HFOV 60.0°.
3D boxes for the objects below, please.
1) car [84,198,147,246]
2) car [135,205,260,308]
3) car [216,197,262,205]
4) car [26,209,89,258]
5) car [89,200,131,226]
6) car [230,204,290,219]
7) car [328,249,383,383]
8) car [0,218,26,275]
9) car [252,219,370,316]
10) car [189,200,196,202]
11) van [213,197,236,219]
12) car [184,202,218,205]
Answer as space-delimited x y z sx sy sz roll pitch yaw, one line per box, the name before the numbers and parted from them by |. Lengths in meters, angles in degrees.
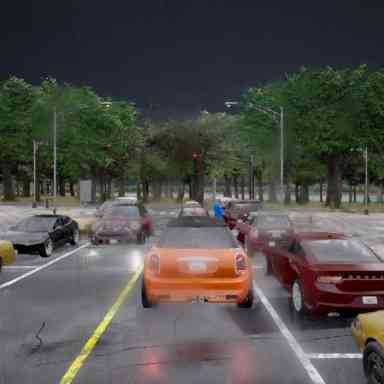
car | -3.069 1.353 15.270 2.097 1.767 4.553 0 0 0
car | 0.106 1.352 8.071 2.097 1.767 4.553 0 0 0
car | 2.777 1.317 18.274 2.192 1.841 5.009 0 0 0
car | -5.753 1.567 12.844 1.947 1.339 4.313 0 0 0
car | -5.743 1.443 23.719 1.967 1.590 4.097 0 0 0
car | 2.772 1.441 12.836 1.967 1.590 4.097 0 0 0
car | 2.762 1.525 2.131 1.752 1.417 4.829 0 0 0
car | -5.758 1.525 7.237 1.752 1.417 4.829 0 0 0
car | 2.767 1.545 7.399 1.887 1.381 4.507 0 0 0
car | 0.022 1.461 27.230 1.801 1.575 5.366 0 0 1
van | 2.787 1.346 29.149 1.690 1.788 3.998 0 0 0
car | 0.113 1.493 17.285 2.128 1.511 4.902 0 0 0
